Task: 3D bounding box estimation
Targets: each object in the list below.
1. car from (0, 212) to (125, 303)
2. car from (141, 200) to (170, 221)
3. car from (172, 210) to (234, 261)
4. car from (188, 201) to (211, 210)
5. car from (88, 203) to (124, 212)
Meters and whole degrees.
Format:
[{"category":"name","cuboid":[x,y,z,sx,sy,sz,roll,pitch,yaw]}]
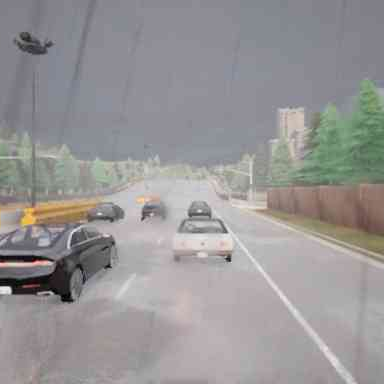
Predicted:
[{"category":"car","cuboid":[-3.208,1.471,8.140,2.128,1.511,4.902,0,0,1]},{"category":"car","cuboid":[-2.882,1.426,26.767,1.837,1.490,4.892,0,0,1]},{"category":"car","cuboid":[0.364,1.564,12.015,1.895,1.301,4.718,0,0,1]},{"category":"car","cuboid":[0.650,1.476,28.596,1.994,1.385,4.181,0,0,1]},{"category":"car","cuboid":[-6.412,1.495,25.142,1.994,1.385,4.181,0,0,1]}]
